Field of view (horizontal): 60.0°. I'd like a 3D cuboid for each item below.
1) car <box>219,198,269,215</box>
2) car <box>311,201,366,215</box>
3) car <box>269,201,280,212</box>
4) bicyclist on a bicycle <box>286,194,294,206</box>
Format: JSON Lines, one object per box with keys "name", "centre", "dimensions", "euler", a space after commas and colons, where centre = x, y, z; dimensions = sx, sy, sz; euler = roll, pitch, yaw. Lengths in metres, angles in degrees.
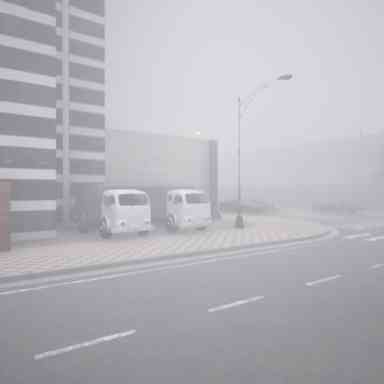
{"name": "car", "centre": [4.765, 1.373, 32.495], "dimensions": [1.882, 1.535, 5.008], "euler": [0, 0, -36]}
{"name": "car", "centre": [13.987, 1.479, 32.114], "dimensions": [1.895, 1.301, 4.718], "euler": [0, 0, -36]}
{"name": "car", "centre": [7.086, 1.379, 35.264], "dimensions": [2.128, 1.511, 4.902], "euler": [0, 0, -36]}
{"name": "bicyclist on a bicycle", "centre": [13.379, 1.164, 45.327], "dimensions": [1.656, 1.620, 0.582], "euler": [-1, 0, -36]}
